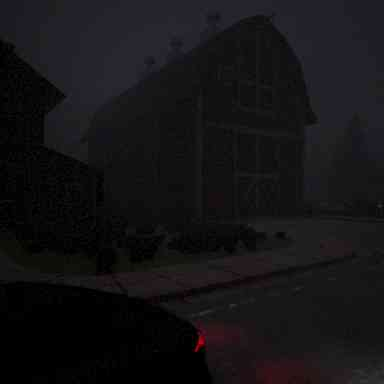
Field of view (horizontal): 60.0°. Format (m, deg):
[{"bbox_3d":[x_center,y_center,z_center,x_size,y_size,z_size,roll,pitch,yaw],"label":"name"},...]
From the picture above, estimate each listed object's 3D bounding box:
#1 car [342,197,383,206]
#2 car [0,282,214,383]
[{"bbox_3d":[18.272,1.363,35.134,2.097,1.767,4.553,0,0,-34],"label":"car"},{"bbox_3d":[-1.851,1.562,2.671,4.181,1.385,1.994,0,0,-36],"label":"car"}]
